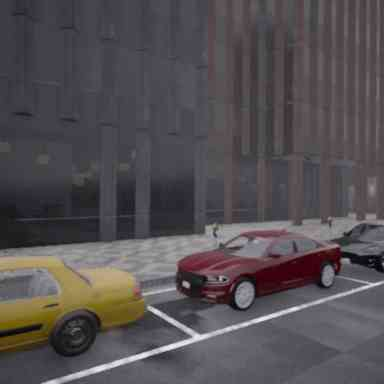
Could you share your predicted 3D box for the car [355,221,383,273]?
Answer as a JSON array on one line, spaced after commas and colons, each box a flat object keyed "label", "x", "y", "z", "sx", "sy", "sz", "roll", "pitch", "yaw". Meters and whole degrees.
[{"label": "car", "x": 6.307, "y": 1.686, "z": 11.149, "sx": 4.313, "sy": 1.339, "sz": 1.947, "roll": 1, "pitch": -1, "yaw": -36}]

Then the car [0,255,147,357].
[{"label": "car", "x": -3.008, "y": 1.526, "z": 4.504, "sx": 4.829, "sy": 1.417, "sz": 1.752, "roll": 1, "pitch": 0, "yaw": -35}]

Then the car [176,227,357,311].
[{"label": "car", "x": 1.719, "y": 1.606, "z": 7.876, "sx": 4.507, "sy": 1.381, "sz": 1.887, "roll": 1, "pitch": 0, "yaw": -35}]
